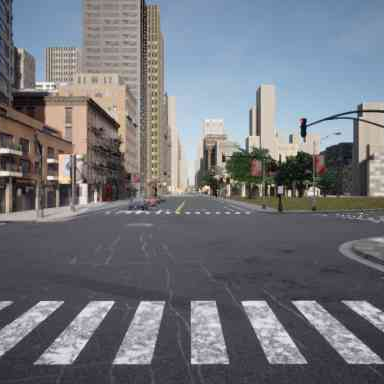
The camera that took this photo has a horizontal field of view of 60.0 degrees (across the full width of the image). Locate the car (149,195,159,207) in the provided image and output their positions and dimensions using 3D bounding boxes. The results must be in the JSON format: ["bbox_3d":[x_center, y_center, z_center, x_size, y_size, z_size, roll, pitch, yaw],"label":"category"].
[{"bbox_3d":[-6.643,1.295,50.559,2.097,1.767,4.553,0,0,0],"label":"car"}]

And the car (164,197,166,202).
[{"bbox_3d":[-6.557,1.502,69.742,1.895,1.301,4.718,0,0,0],"label":"car"}]

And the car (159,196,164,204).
[{"bbox_3d":[-6.631,1.492,59.610,1.994,1.385,4.181,0,0,0],"label":"car"}]

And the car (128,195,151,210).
[{"bbox_3d":[-6.659,1.484,41.507,1.812,1.442,4.674,0,0,0],"label":"car"}]
